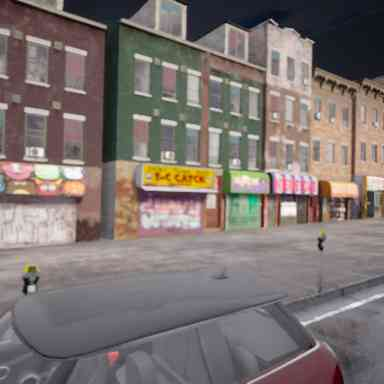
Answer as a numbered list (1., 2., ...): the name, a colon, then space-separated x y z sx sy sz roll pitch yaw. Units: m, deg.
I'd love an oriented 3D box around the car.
1. car: -0.789 1.442 2.223 4.097 1.590 1.967 0 1 -35
